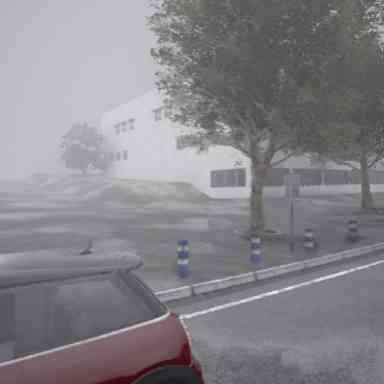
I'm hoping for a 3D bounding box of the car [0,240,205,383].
[{"bbox_3d":[-2.163,1.352,2.449,4.553,1.767,2.097,0,0,-35],"label":"car"}]
